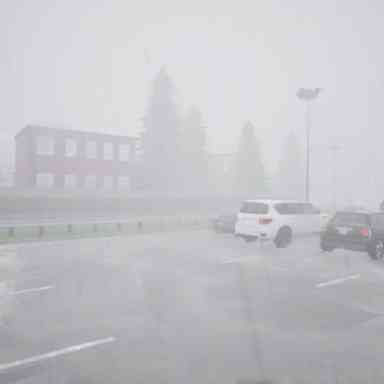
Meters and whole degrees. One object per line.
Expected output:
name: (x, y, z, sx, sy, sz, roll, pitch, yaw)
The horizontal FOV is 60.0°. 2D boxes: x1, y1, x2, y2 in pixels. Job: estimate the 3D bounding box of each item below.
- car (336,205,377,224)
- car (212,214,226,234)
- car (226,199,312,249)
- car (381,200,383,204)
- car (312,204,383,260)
car: (14.300, 1.894, 28.780, 1.994, 1.385, 4.181, 0, 0, 44)
car: (3.156, 1.723, 19.075, 4.181, 1.385, 1.994, 1, 0, -37)
car: (4.518, 1.373, 15.705, 5.566, 2.045, 2.150, 0, 0, -36)
car: (16.111, 1.550, 25.592, 2.150, 2.045, 5.566, 0, 0, 45)
car: (7.205, 1.509, 13.370, 4.553, 1.767, 2.097, 1, -1, -37)
